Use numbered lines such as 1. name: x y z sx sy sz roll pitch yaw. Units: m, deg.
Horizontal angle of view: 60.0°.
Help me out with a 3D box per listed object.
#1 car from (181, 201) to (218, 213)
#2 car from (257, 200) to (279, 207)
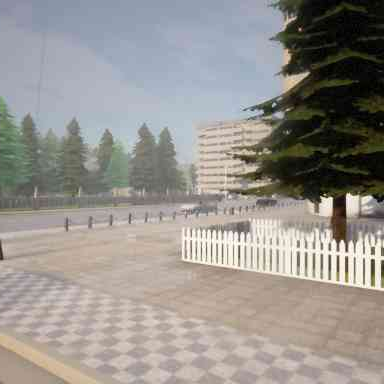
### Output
1. car: 0.901 1.598 36.278 1.895 1.301 4.718 0 0 36
2. car: 11.771 1.475 51.465 1.882 1.535 5.008 0 0 36
